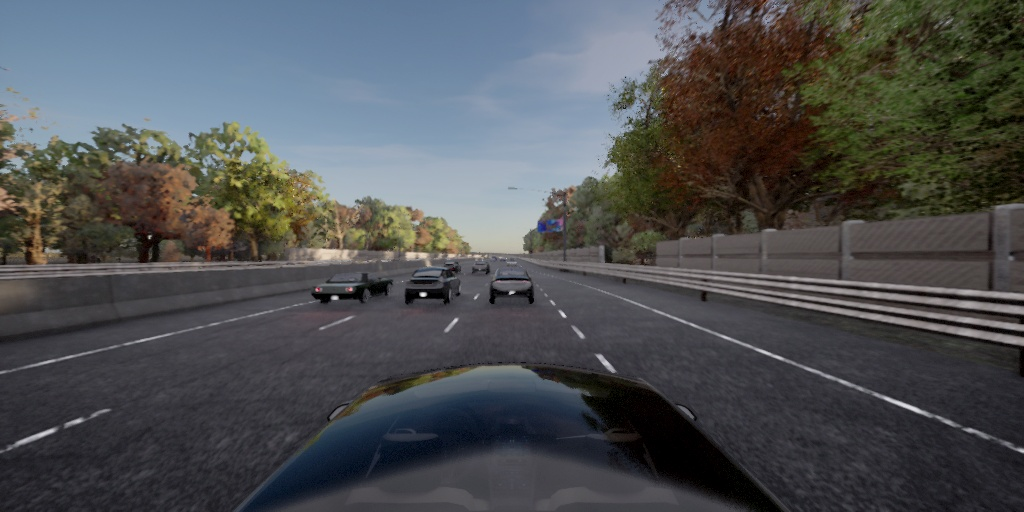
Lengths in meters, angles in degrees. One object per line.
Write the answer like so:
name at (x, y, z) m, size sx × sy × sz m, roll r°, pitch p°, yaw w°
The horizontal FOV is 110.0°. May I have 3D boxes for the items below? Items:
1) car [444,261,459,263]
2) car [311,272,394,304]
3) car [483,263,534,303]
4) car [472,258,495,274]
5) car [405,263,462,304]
car at (-7.010, 1.286, 41.990) m, size 1.837 × 1.490 × 4.892 m, roll 0°, pitch 0°, yaw 0°
car at (-7.003, 1.362, 16.400) m, size 1.895 × 1.301 × 4.718 m, roll 0°, pitch 0°, yaw 0°
car at (-0.006, 1.252, 16.702) m, size 2.128 × 1.511 × 4.902 m, roll 0°, pitch 0°, yaw 0°
car at (-3.513, 1.270, 41.790) m, size 2.128 × 1.511 × 4.902 m, roll 0°, pitch 0°, yaw 0°
car at (-3.508, 1.267, 16.583) m, size 1.837 × 1.490 × 4.892 m, roll 0°, pitch 0°, yaw 0°
